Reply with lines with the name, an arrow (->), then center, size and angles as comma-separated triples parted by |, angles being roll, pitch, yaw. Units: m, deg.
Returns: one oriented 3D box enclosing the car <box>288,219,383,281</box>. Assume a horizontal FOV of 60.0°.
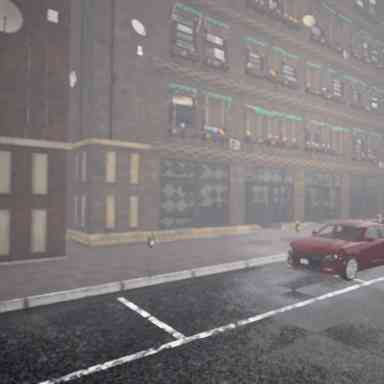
car -> 4.733, 1.542, 9.881 | 4.507, 1.381, 1.887 | 0, 1, -35
